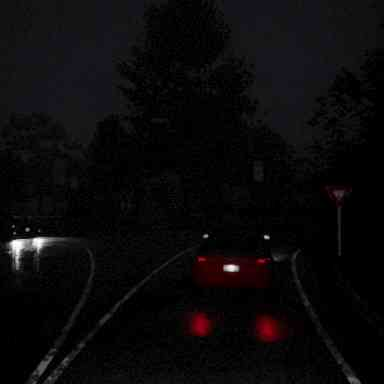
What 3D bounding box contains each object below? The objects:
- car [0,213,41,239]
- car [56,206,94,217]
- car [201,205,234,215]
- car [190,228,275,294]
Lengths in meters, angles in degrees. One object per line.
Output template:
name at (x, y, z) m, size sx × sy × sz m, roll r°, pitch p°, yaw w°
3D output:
car at (-10.859, 1.936, 19.597) m, size 4.181 × 1.385 × 1.994 m, roll -1°, pitch -2°, yaw 31°
car at (-15.790, 2.567, 45.100) m, size 1.895 × 1.301 × 4.718 m, roll -1°, pitch -1°, yaw 42°
car at (3.775, 2.622, 49.103) m, size 5.008 × 1.535 × 1.882 m, roll 0°, pitch -2°, yaw 28°
car at (1.194, 1.665, 9.174) m, size 1.994 × 1.385 × 4.181 m, roll 0°, pitch -1°, yaw 10°
